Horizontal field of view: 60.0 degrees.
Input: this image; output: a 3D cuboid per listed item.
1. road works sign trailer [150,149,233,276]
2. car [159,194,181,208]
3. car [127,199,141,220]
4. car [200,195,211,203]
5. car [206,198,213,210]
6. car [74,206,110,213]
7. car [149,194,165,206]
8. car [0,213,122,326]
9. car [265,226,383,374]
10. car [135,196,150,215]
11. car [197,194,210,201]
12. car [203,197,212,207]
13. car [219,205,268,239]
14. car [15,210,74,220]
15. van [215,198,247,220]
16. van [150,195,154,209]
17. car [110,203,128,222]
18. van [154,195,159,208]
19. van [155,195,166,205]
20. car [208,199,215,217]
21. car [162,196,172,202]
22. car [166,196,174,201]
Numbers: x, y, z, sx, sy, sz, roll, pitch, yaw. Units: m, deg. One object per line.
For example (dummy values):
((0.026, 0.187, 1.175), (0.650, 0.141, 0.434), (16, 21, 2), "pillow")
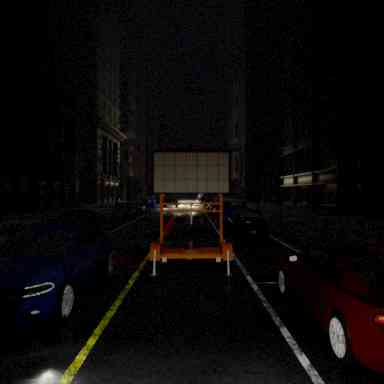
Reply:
((-0.018, 0.465, 10.331), (2.380, 3.560, 2.880), (0, 0, 0), "road works sign trailer")
((-3.194, 1.251, 48.909), (2.150, 2.045, 5.566), (0, 0, 0), "car")
((-5.819, 1.574, 28.191), (1.947, 1.339, 4.313), (0, 0, 0), "car")
((2.660, 1.574, 50.769), (1.887, 1.381, 4.507), (0, 0, 0), "car")
((2.694, 1.594, 33.861), (1.802, 1.307, 4.206), (0, 0, 0), "car")
((-5.796, 1.568, 16.917), (1.947, 1.339, 4.313), (0, 0, 0), "car")
((-5.877, 1.350, 56.373), (2.192, 1.841, 5.009), (0, 0, 0), "car")
((-3.112, 1.478, 7.451), (1.882, 1.535, 5.008), (0, 0, 0), "car")
((2.753, 1.545, 5.680), (1.887, 1.381, 4.507), (0, 0, 0), "car")
((-5.831, 1.453, 33.828), (1.967, 1.590, 4.097), (0, 0, 0), "car")
((2.636, 1.358, 62.042), (2.192, 1.841, 5.009), (0, 0, 0), "car")
((2.683, 1.568, 39.497), (2.008, 1.369, 4.403), (0, 0, 0), "car")
((2.729, 1.553, 16.952), (2.008, 1.369, 4.403), (0, 0, 0), "car")
((-5.784, 1.526, 11.111), (1.752, 1.417, 4.829), (0, 0, 0), "car")
((2.717, 1.346, 22.588), (1.690, 1.788, 3.998), (0, 0, 0), "van")
((-5.843, 1.358, 39.464), (1.690, 1.788, 3.998), (0, 0, 0), "van")
((-5.807, 1.587, 22.554), (1.802, 1.307, 4.206), (0, 0, 0), "car")
((-5.854, 1.364, 45.101), (1.690, 1.788, 3.998), (0, 0, 0), "van")
((-5.889, 1.384, 62.009), (1.690, 1.788, 3.998), (0, 0, 0), "van")
((2.706, 1.559, 28.225), (2.008, 1.369, 4.403), (0, 0, 0), "car")
((-5.923, 1.613, 78.920), (1.887, 1.381, 4.507), (0, 0, 0), "car")
((-5.946, 1.655, 90.193), (1.947, 1.339, 4.313), (0, 0, 0), "car")
